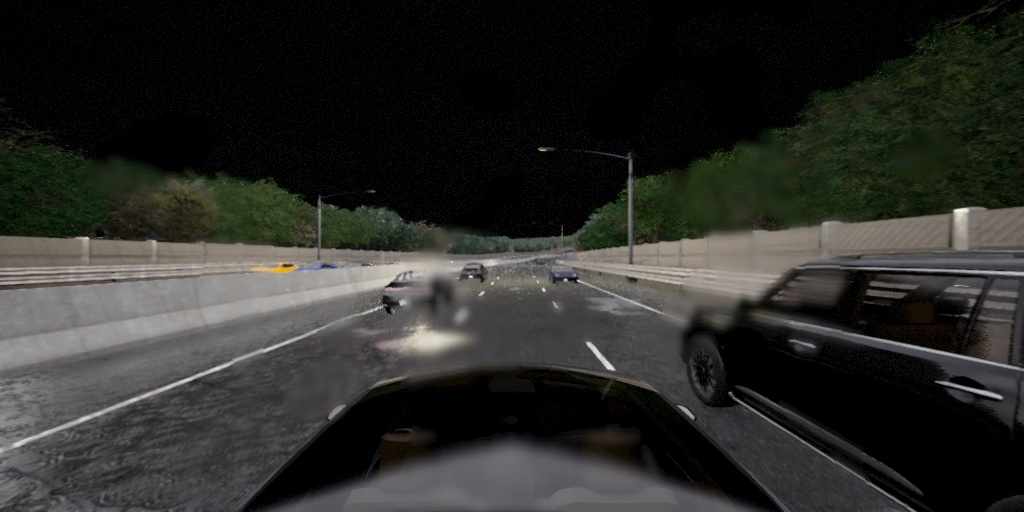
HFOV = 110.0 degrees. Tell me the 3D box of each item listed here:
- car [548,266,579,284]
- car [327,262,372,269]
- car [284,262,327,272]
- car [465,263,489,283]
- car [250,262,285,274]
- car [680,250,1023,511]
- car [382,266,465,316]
[{"bbox_3d":[3.913,1.438,28.037,1.895,1.301,4.718,0,0,1],"label":"car"},{"bbox_3d":[-13.702,1.308,31.349,1.882,1.535,5.008,0,0,2],"label":"car"},{"bbox_3d":[-17.199,1.304,31.490,1.882,1.535,5.008,0,0,2],"label":"car"},{"bbox_3d":[-3.051,1.340,29.517,1.837,1.490,4.892,0,0,1],"label":"car"},{"bbox_3d":[-20.695,1.301,31.620,1.882,1.535,5.008,0,0,2],"label":"car"},{"bbox_3d":[3.585,0.979,3.036,2.150,2.045,5.566,0,0,0],"label":"car"},{"bbox_3d":[-3.326,1.270,13.628,2.128,1.511,4.902,0,0,1],"label":"car"}]
